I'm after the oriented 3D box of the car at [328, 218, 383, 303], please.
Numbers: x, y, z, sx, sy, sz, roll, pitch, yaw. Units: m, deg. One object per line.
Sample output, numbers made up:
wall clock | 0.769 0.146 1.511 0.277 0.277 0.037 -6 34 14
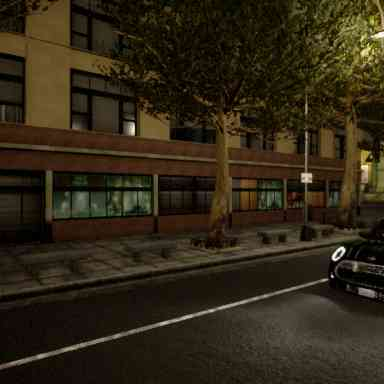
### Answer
car | 5.194 1.351 7.742 4.553 1.767 2.097 0 0 -36
